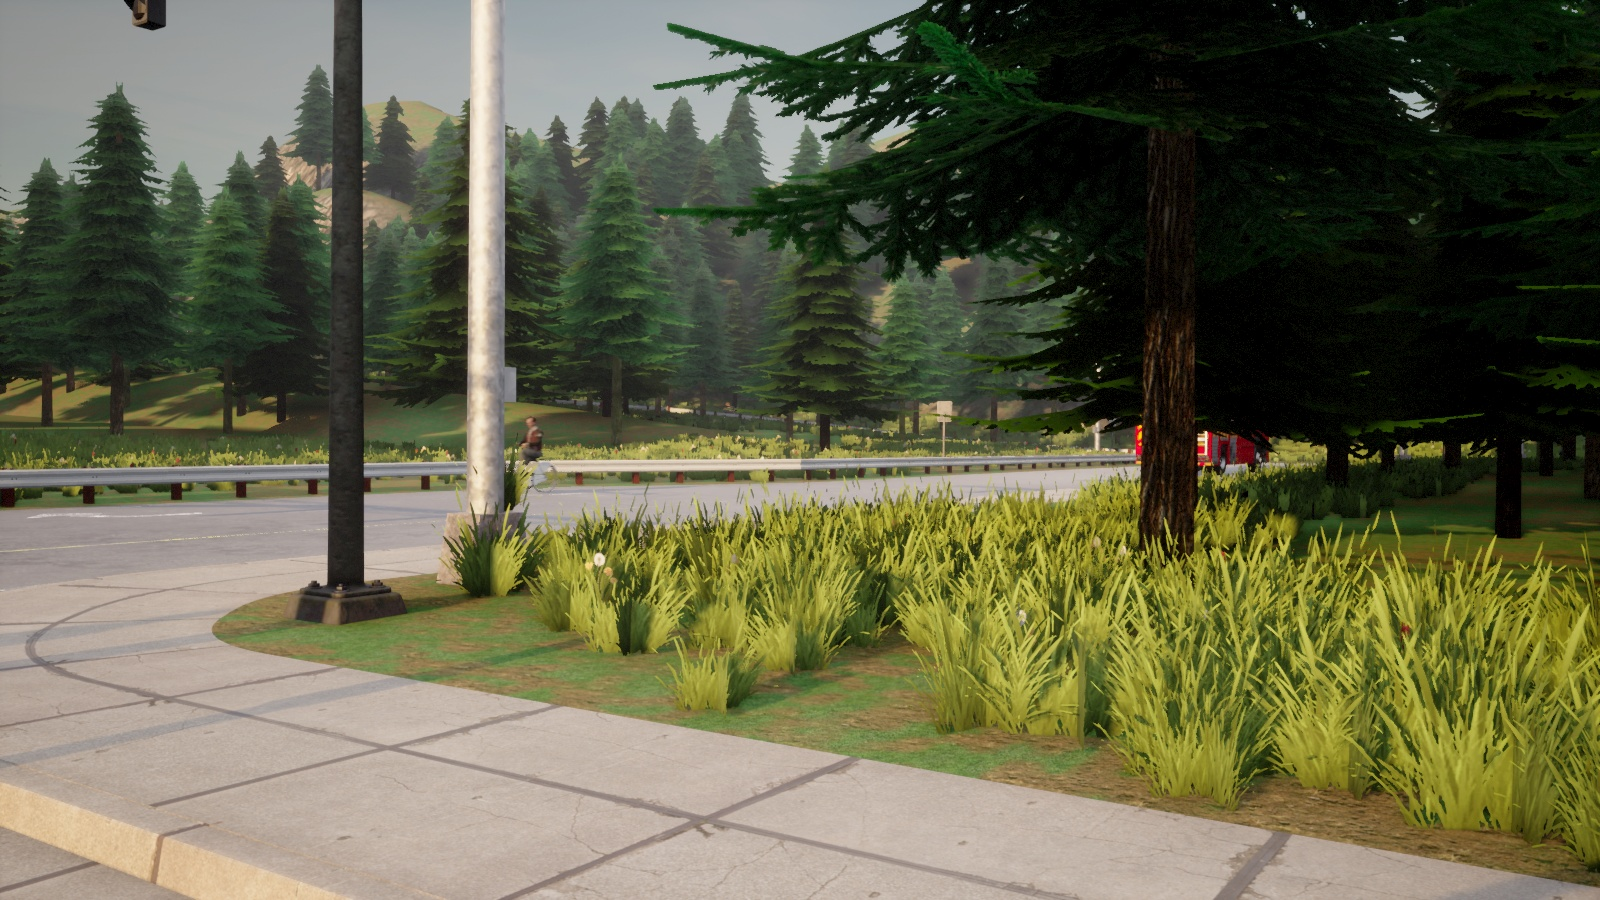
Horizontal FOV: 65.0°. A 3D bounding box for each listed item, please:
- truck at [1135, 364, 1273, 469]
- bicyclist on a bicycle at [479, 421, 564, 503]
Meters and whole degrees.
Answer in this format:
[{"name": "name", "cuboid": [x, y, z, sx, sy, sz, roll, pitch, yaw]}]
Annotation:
[{"name": "truck", "cuboid": [16.175, -1.287, 49.850, 2.891, 3.827, 8.468, 0, 1, 35]}, {"name": "bicyclist on a bicycle", "cuboid": [-6.241, 0.246, 28.227, 0.659, 1.776, 1.843, 1, 1, 41]}]
